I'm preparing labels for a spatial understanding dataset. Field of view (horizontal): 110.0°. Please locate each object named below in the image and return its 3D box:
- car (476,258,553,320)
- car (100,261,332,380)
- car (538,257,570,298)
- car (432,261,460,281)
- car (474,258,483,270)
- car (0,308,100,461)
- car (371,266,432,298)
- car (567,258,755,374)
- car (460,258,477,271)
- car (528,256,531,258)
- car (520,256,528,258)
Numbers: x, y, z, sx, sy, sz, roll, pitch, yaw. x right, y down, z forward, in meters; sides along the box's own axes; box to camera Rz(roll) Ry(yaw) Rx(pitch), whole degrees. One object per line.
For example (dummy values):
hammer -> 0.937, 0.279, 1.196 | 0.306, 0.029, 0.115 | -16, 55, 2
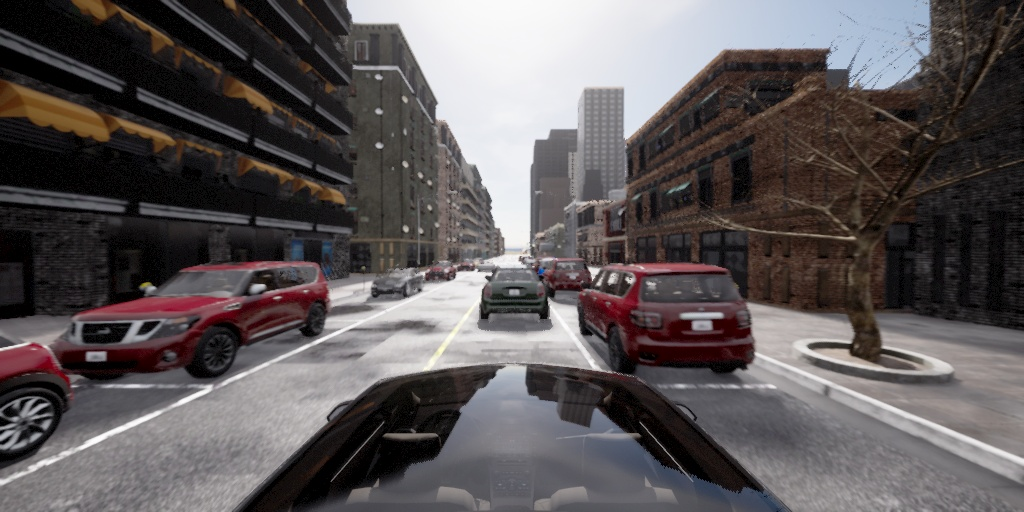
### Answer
car -> 0.081, 1.078, 12.672 | 2.097, 1.767, 4.553 | 0, 0, 0
car -> -5.690, 1.052, 7.435 | 2.192, 1.841, 5.009 | 0, 0, 0
car -> 2.694, 1.027, 18.239 | 2.192, 1.841, 5.009 | 0, 0, 0
car -> -5.683, 1.126, 29.063 | 1.967, 1.591, 4.097 | 0, 0, 0
car -> -3.080, 1.253, 43.123 | 1.895, 1.301, 4.718 | 0, 0, 0
car -> -5.691, 1.189, 2.027 | 1.967, 1.591, 4.097 | 0, 0, 0
car -> -5.687, 1.263, 18.249 | 2.007, 1.370, 4.403 | 0, 0, 0
car -> 2.691, 1.052, 7.425 | 2.192, 1.841, 5.009 | 0, 0, 0
car -> -5.679, 1.087, 45.285 | 1.967, 1.591, 4.097 | 0, 0, 0
car -> 2.697, 1.001, 29.053 | 2.192, 1.841, 5.009 | 0, 0, 0
car -> 2.674, 1.171, 61.336 | 1.948, 1.339, 4.313 | 0, 0, 0
